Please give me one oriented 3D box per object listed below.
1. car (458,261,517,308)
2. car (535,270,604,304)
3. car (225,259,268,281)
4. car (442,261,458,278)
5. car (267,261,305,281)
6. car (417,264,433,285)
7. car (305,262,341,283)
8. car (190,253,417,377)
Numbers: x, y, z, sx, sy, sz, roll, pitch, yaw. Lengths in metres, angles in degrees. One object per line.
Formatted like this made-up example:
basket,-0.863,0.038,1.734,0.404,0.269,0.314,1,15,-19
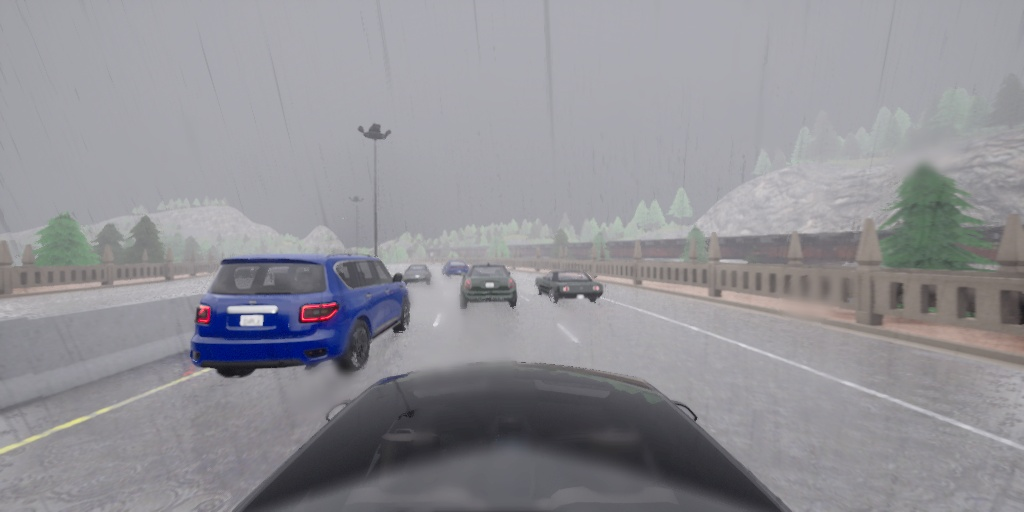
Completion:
car,-1.085,1.066,15.122,2.097,1.767,4.553,0,0,-8
car,2.358,1.294,16.159,1.895,1.301,4.718,0,0,-8
car,-23.837,1.174,32.404,2.097,1.767,4.553,-1,0,-22
car,-5.188,1.158,32.823,1.882,1.535,5.008,0,0,-18
car,-19.737,1.268,31.541,1.882,1.535,5.008,0,0,-21
car,-6.630,1.278,25.238,1.994,1.385,4.181,0,0,-14
car,-15.182,1.267,29.027,1.837,1.490,4.892,0,0,-18
car,-3.729,0.970,7.593,2.150,2.045,5.566,0,0,-4
